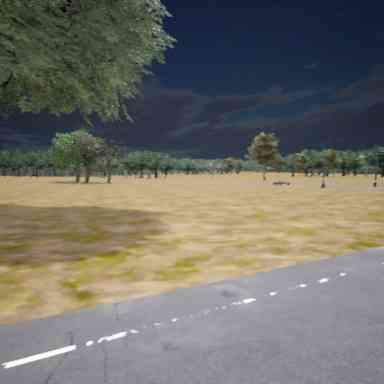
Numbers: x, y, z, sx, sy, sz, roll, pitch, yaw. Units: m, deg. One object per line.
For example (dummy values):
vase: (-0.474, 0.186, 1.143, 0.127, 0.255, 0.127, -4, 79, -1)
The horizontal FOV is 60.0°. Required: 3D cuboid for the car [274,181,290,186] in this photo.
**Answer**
car: (24.728, -2.425, 91.230, 1.895, 1.301, 4.718, -2, 3, -27)
